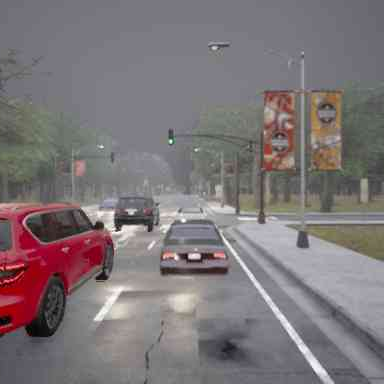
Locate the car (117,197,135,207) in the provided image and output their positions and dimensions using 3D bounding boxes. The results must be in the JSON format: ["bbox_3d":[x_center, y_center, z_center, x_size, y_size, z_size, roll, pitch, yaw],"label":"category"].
[{"bbox_3d":[-10.164,1.536,51.321,1.812,1.442,4.674,0,0,0],"label":"car"}]

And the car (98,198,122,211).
[{"bbox_3d":[-10.105,1.531,41.227,1.812,1.442,4.674,0,0,0],"label":"car"}]

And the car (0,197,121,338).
[{"bbox_3d":[-3.192,1.219,6.723,2.150,2.045,5.566,0,0,0],"label":"car"}]

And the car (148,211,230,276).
[{"bbox_3d":[0.039,1.544,10.263,2.033,1.411,5.357,0,0,0],"label":"car"}]

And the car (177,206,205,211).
[{"bbox_3d":[-0.063,1.598,22.580,1.895,1.301,4.718,0,0,0],"label":"car"}]

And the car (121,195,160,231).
[{"bbox_3d":[-3.277,1.220,20.492,2.150,2.045,5.566,0,0,0],"label":"car"}]

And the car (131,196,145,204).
[{"bbox_3d":[-10.165,1.522,62.823,1.837,1.490,4.892,0,0,0],"label":"car"}]
